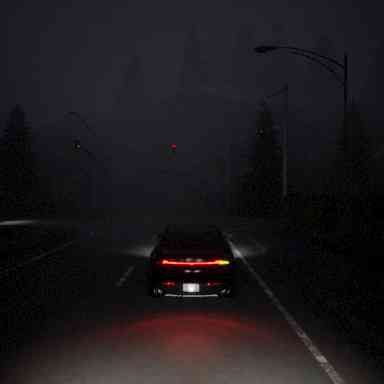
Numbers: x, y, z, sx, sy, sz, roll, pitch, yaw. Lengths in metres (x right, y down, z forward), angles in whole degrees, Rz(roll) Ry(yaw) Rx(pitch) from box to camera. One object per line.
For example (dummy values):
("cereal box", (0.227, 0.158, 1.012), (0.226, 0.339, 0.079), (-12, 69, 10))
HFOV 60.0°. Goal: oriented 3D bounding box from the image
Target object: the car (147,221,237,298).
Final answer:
("car", (0.025, 1.505, 8.514), (1.837, 1.490, 4.892), (0, 0, 1))
